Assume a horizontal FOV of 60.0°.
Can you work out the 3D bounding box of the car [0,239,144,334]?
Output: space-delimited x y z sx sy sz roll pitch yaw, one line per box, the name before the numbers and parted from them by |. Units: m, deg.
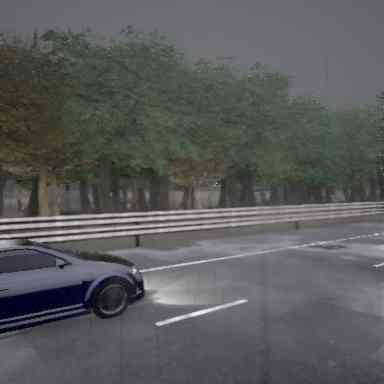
car | -2.986 1.552 5.928 4.181 1.385 1.994 0 0 -35
